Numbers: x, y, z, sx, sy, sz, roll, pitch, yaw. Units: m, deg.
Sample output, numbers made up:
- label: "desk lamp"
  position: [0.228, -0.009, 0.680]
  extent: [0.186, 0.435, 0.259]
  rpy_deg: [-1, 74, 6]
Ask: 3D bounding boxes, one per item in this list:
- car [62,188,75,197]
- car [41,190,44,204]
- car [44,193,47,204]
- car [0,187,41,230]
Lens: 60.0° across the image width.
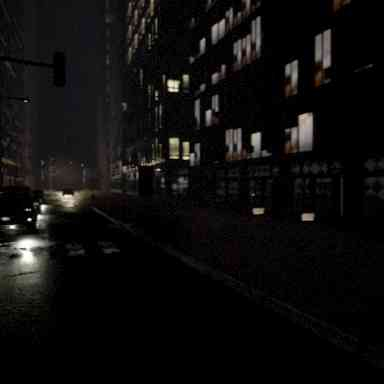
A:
- label: "car"
  position: [-20.904, 0.009, 56.193]
  extent: [2.033, 1.411, 5.357]
  rpy_deg: [-1, 2, -19]
- label: "car"
  position: [-13.041, 0.762, 26.295]
  extent: [1.882, 1.535, 5.008]
  rpy_deg: [-1, 2, -22]
- label: "car"
  position: [-16.818, 0.529, 35.872]
  extent: [1.837, 1.490, 4.892]
  rpy_deg: [-1, 2, -21]
- label: "car"
  position: [-9.158, 0.753, 16.994]
  extent: [2.150, 2.045, 5.566]
  rpy_deg: [-1, 2, -23]
